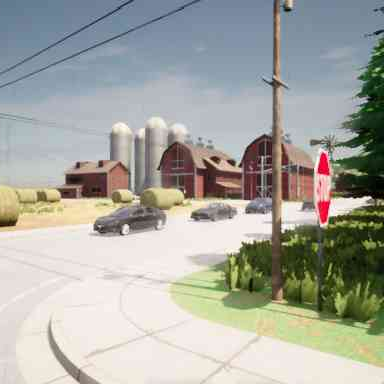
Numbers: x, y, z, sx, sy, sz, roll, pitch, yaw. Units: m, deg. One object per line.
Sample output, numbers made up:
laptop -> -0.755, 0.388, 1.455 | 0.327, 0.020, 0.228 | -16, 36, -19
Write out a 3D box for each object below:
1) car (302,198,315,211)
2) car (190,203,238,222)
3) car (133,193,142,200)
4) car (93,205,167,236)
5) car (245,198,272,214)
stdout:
car -> 14.734, 1.546, 40.364 | 1.837, 1.490, 4.892 | 0, 0, 33
car -> 1.952, 1.590, 27.382 | 2.033, 1.411, 5.357 | 0, 0, 33
car -> -14.330, 1.188, 86.957 | 3.866, 1.878, 1.905 | -2, 6, -11
car -> -3.408, 1.548, 19.072 | 1.837, 1.490, 4.892 | 0, 0, 33
car -> 7.437, 1.395, 35.819 | 2.097, 1.767, 4.553 | 0, 0, 34
